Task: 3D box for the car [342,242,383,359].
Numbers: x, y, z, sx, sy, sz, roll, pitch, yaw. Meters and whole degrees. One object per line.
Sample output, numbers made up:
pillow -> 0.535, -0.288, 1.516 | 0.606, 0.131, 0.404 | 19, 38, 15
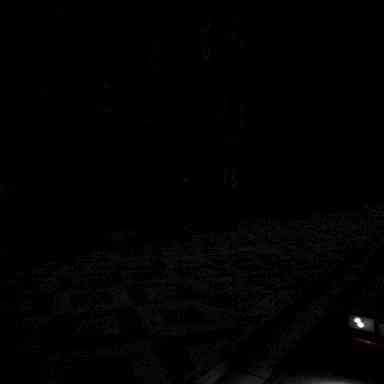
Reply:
car -> 4.106, 1.571, 5.920 | 2.033, 1.411, 5.357 | 1, 0, 34
